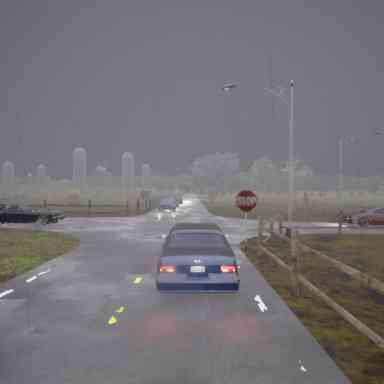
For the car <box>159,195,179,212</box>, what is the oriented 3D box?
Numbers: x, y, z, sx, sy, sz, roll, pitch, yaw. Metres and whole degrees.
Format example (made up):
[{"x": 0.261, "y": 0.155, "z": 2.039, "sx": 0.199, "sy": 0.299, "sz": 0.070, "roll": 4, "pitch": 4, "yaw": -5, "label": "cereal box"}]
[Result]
[{"x": -2.799, "y": 1.445, "z": 38.819, "sx": 1.882, "sy": 1.535, "sz": 5.008, "roll": 0, "pitch": 0, "yaw": -1, "label": "car"}]

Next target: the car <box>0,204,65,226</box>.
[{"x": -10.788, "y": 1.447, "z": 21.475, "sx": 4.718, "sy": 1.301, "sz": 1.895, "roll": 1, "pitch": 1, "yaw": 0, "label": "car"}]

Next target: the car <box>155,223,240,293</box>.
[{"x": 0.106, "y": 1.543, "z": 8.962, "sx": 2.033, "sy": 1.411, "sz": 5.357, "roll": 0, "pitch": 0, "yaw": 0, "label": "car"}]

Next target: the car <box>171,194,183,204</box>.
[{"x": -2.833, "y": 1.441, "z": 49.254, "sx": 2.128, "sy": 1.511, "sz": 4.902, "roll": 0, "pitch": 0, "yaw": 0, "label": "car"}]

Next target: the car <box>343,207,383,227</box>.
[{"x": 13.506, "y": 1.823, "z": 24.569, "sx": 4.181, "sy": 1.385, "sz": 1.994, "roll": 1, "pitch": 1, "yaw": 0, "label": "car"}]
